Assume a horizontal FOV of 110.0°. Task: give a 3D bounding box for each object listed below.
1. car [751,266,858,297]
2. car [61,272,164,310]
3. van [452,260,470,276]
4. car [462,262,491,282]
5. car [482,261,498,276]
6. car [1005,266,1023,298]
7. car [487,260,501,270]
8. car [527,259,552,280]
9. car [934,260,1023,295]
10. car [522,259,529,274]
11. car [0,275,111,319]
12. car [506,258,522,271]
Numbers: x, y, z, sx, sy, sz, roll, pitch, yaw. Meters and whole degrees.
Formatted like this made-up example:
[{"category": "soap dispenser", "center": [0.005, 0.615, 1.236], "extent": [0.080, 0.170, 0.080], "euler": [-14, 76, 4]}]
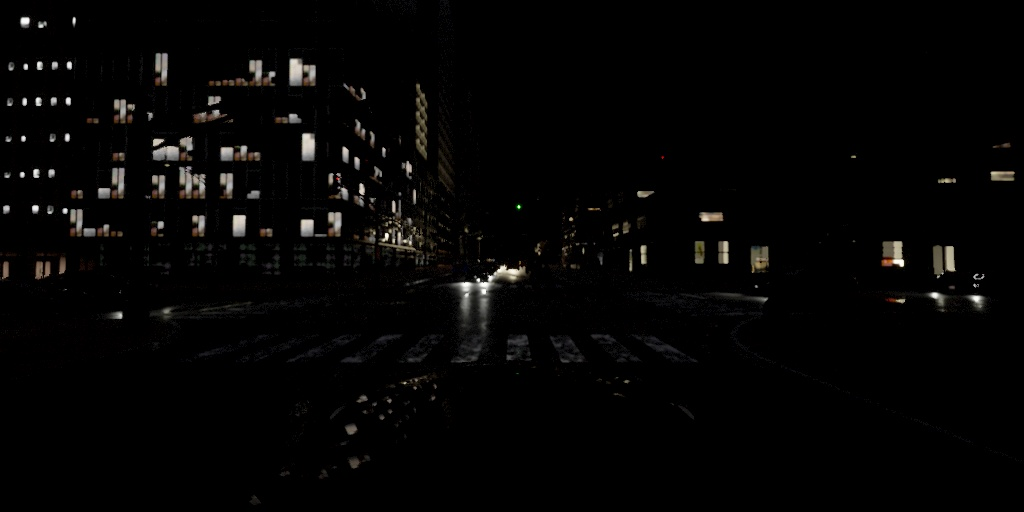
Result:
[{"category": "car", "center": [14.750, 1.258, 18.202], "extent": [4.674, 1.442, 1.812], "euler": [-1, -1, 1]}, {"category": "car", "center": [-17.881, 1.444, 15.345], "extent": [5.008, 1.535, 1.882], "euler": [-1, -1, 1]}, {"category": "van", "center": [-5.655, 1.339, 40.192], "extent": [1.690, 1.789, 3.998], "euler": [0, 0, 0]}, {"category": "car", "center": [-3.046, 1.469, 31.647], "extent": [1.812, 1.442, 4.674], "euler": [0, 0, -1]}, {"category": "car", "center": [-3.062, 1.571, 41.595], "extent": [1.994, 1.385, 4.181], "euler": [0, 0, 0]}, {"category": "car", "center": [20.699, 1.063, 12.330], "extent": [4.829, 1.417, 1.751], "euler": [0, 0, 1]}, {"category": "car", "center": [-3.050, 1.620, 51.875], "extent": [2.033, 1.411, 5.357], "euler": [0, 0, 0]}, {"category": "car", "center": [2.721, 1.402, 34.549], "extent": [1.967, 1.591, 4.097], "euler": [0, 0, 0]}, {"category": "car", "center": [24.460, 0.993, 18.100], "extent": [4.553, 1.767, 2.097], "euler": [-1, -1, 1]}, {"category": "car", "center": [2.732, 1.350, 45.897], "extent": [2.192, 1.841, 5.009], "euler": [0, 0, 0]}, {"category": "car", "center": [-17.409, 1.481, 12.728], "extent": [4.207, 1.307, 1.802], "euler": [0, 0, 1]}, {"category": "car", "center": [0.155, 1.469, 58.702], "extent": [2.097, 1.767, 4.553], "euler": [0, 0, 1]}]
